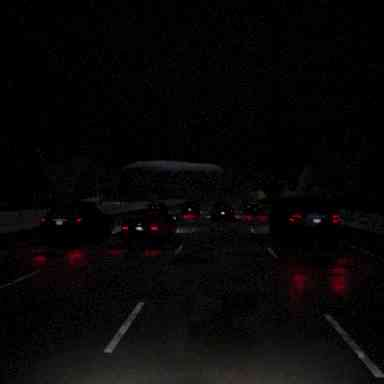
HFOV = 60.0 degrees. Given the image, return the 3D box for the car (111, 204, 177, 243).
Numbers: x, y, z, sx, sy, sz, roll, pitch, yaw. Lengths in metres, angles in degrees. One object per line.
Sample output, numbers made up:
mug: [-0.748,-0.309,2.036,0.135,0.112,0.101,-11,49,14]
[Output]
car: [-1.908,1.538,15.922,2.033,1.411,5.357,0,0,5]

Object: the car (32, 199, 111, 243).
car: [-5.400,1.338,16.137,2.097,1.767,4.553,0,0,5]

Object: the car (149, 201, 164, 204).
car: [-3.775,1.726,35.995,2.033,1.411,5.357,0,-1,5]

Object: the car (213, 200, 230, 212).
car: [3.912,1.802,44.090,2.128,1.511,4.902,0,-1,5]

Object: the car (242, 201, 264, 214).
car: [6.895,1.754,37.636,1.812,1.442,4.674,0,-1,5]

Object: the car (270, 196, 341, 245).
car: [5.091,1.221,15.604,2.150,2.045,5.566,0,0,5]

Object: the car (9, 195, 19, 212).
car: [-21.223,1.409,39.579,2.150,2.045,5.566,0,-1,5]

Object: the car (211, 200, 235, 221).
car: [2.612,1.658,28.242,1.994,1.385,4.181,0,-1,5]

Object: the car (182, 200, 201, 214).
car: [-0.047,1.726,38.642,1.837,1.490,4.892,0,-2,5]

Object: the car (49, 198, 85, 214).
car: [-14.306,1.539,38.283,2.097,1.767,4.553,0,-1,5]
